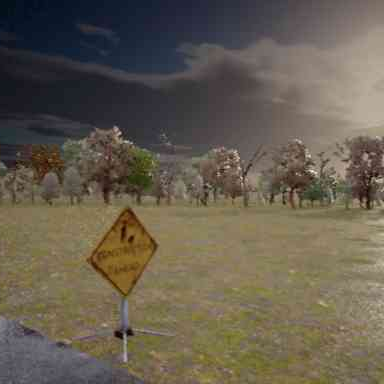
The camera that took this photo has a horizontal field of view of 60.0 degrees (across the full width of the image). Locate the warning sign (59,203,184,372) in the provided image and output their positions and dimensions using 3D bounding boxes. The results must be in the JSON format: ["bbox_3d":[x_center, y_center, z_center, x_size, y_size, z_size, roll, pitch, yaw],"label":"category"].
[{"bbox_3d":[-0.934,1.107,4.602,1.060,1.860,1.300,0,0,35],"label":"warning sign"}]
